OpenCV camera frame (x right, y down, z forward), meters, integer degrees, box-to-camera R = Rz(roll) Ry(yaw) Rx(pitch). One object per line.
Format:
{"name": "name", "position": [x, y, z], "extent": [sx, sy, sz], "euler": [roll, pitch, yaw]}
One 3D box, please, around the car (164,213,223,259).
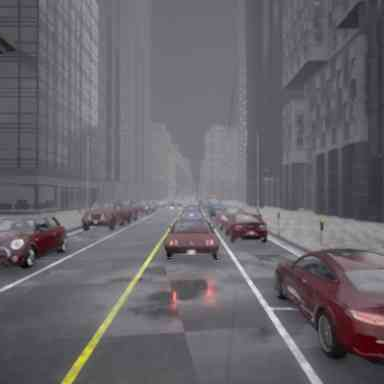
{"name": "car", "position": [0.011, 1.735, 13.275], "extent": [1.895, 1.301, 4.718], "euler": [0, -1, 0]}

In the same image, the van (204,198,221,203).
{"name": "van", "position": [2.648, 1.749, 39.650], "extent": [1.690, 1.788, 3.998], "euler": [0, -1, 0]}

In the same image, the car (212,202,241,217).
{"name": "car", "position": [2.657, 1.669, 22.732], "extent": [1.967, 1.590, 4.097], "euler": [0, -1, 0]}

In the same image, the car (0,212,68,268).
{"name": "car", "position": [-5.863, 1.556, 11.464], "extent": [1.967, 1.590, 4.097], "euler": [0, -1, 0]}

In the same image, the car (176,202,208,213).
{"name": "car", "position": [-0.003, 1.826, 27.534], "extent": [2.033, 1.411, 5.357], "euler": [0, -1, 0]}

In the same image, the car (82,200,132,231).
{"name": "car", "position": [-5.868, 1.544, 22.744], "extent": [2.192, 1.841, 5.009], "euler": [0, -1, 0]}

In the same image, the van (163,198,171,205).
{"name": "van", "position": [-5.894, 2.226, 79.138], "extent": [1.690, 1.788, 3.998], "euler": [0, -1, 0]}

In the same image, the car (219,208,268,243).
{"name": "car", "position": [2.660, 1.717, 17.093], "extent": [1.887, 1.381, 4.507], "euler": [0, -1, 0]}

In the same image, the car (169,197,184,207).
{"name": "car", "position": [-3.052, 2.234, 64.578], "extent": [1.812, 1.442, 4.674], "euler": [0, -1, 1]}

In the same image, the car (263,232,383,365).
{"name": "car", "position": [2.665, 1.641, 5.815], "extent": [1.802, 1.307, 4.206], "euler": [0, -1, 0]}

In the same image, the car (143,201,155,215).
{"name": "car", "position": [-5.876, 1.848, 39.660], "extent": [1.967, 1.590, 4.097], "euler": [0, -1, 0]}

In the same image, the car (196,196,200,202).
{"name": "car", "position": [2.358, 2.095, 67.276], "extent": [2.097, 1.767, 4.553], "euler": [0, -1, 0]}

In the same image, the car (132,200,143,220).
{"name": "car", "position": [-5.871, 1.602, 28.382], "extent": [2.192, 1.841, 5.009], "euler": [0, -1, 0]}

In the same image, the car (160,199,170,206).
{"name": "car", "position": [-5.892, 2.341, 73.324], "extent": [1.752, 1.417, 4.829], "euler": [0, -1, 0]}

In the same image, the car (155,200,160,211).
{"name": "car", "position": [-5.879, 1.912, 45.298], "extent": [1.967, 1.590, 4.097], "euler": [0, -1, 0]}

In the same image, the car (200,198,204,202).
{"name": "car", "position": [2.642, 2.137, 56.771], "extent": [1.752, 1.417, 4.829], "euler": [0, -1, 1]}

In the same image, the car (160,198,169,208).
{"name": "car", "position": [-5.894, 2.201, 62.012], "extent": [1.752, 1.417, 4.829], "euler": [0, -1, 1]}

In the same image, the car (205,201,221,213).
{"name": "car", "position": [2.652, 1.911, 34.009], "extent": [1.947, 1.339, 4.313], "euler": [0, -1, 0]}
